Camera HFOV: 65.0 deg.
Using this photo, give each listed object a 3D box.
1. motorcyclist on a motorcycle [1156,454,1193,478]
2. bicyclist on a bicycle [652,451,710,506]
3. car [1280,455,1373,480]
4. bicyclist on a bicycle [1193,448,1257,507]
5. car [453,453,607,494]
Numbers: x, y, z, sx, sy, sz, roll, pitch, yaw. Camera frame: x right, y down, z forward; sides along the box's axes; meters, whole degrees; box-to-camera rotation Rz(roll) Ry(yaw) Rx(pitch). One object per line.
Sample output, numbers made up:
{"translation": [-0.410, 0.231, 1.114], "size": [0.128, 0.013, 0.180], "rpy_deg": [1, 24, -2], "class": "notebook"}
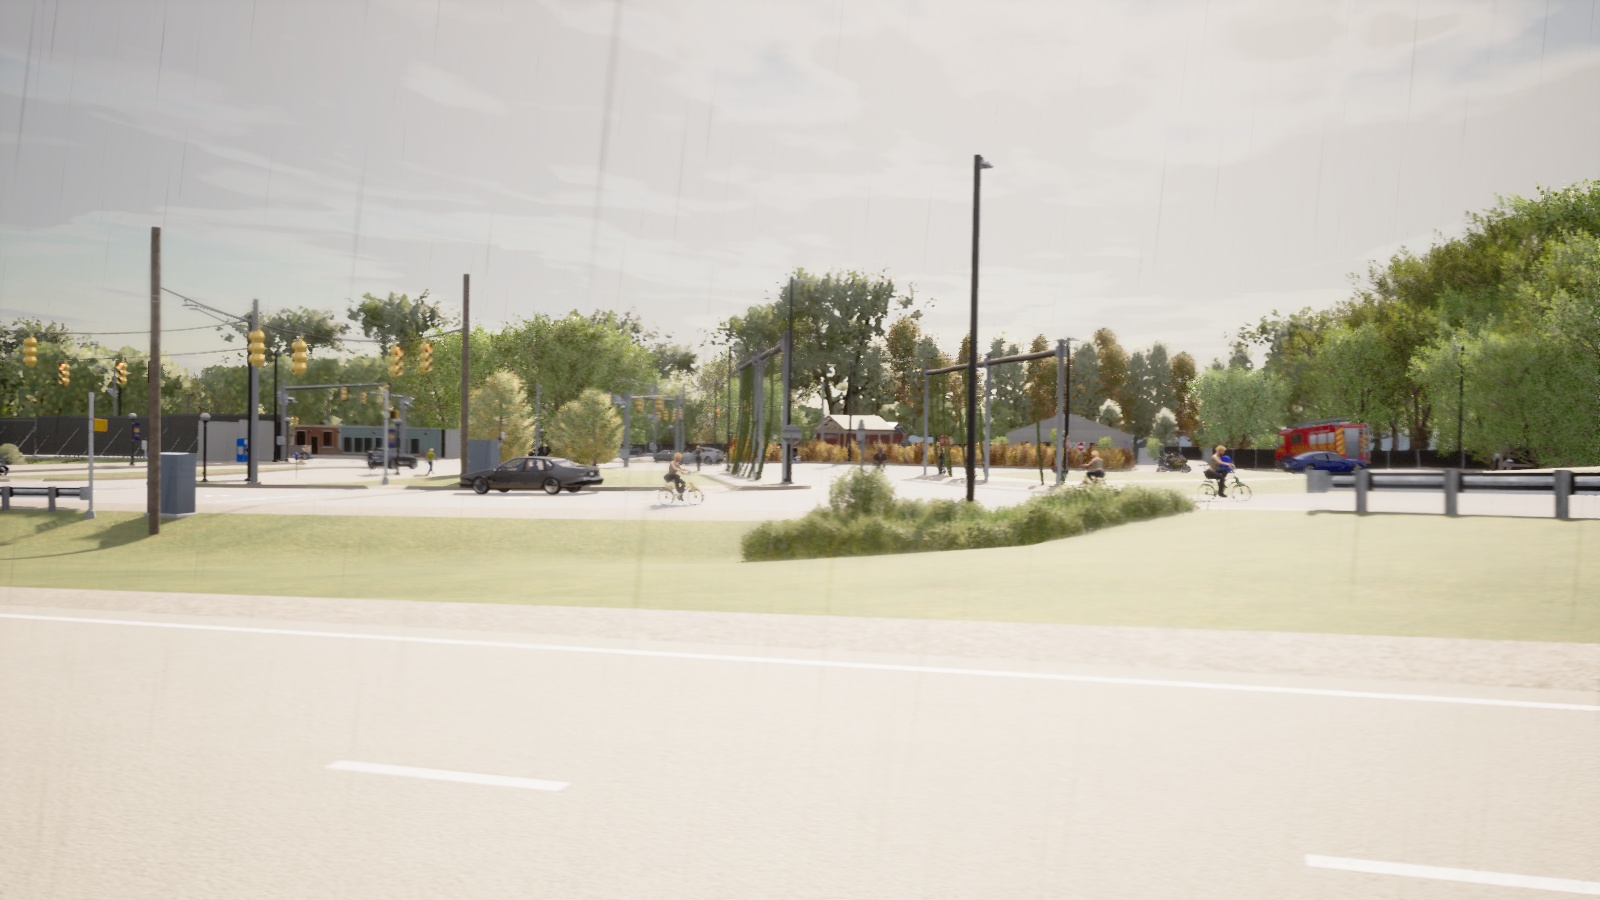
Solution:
{"translation": [24.959, 1.052, 83.674], "size": [2.191, 1.530, 0.866], "rpy_deg": [1, -1, 26], "class": "motorcyclist on a motorcycle"}
{"translation": [-3.554, 0.851, 37.605], "size": [1.509, 1.612, 0.866], "rpy_deg": [0, 1, 18], "class": "bicyclist on a bicycle"}
{"translation": [33.014, 1.091, 78.804], "size": [5.008, 1.535, 1.882], "rpy_deg": [0, 1, -3], "class": "car"}
{"translation": [11.860, 0.761, 35.046], "size": [1.509, 1.612, 0.866], "rpy_deg": [0, 0, 31], "class": "bicyclist on a bicycle"}
{"translation": [-10.115, 0.859, 47.075], "size": [5.357, 1.411, 2.033], "rpy_deg": [0, 1, 18], "class": "car"}
